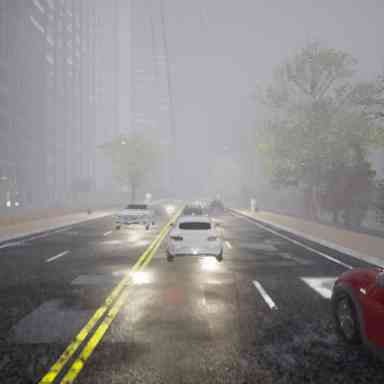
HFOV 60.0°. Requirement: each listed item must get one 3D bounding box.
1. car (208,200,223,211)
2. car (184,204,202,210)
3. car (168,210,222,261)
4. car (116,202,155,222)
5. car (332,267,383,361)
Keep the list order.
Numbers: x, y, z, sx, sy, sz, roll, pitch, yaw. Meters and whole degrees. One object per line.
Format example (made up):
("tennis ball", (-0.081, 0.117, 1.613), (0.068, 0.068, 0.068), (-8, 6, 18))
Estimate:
("car", (3.346, 1.834, 46.835), (1.837, 1.490, 4.892), (0, 0, 0))
("car", (0.096, 1.841, 34.394), (1.895, 1.301, 4.718), (0, 0, 0))
("car", (0.099, 1.614, 12.555), (1.812, 1.442, 4.674), (0, 0, 0))
("car", (-3.253, 1.317, 19.829), (1.812, 1.442, 4.674), (0, 0, 0))
("car", (3.350, 1.378, 3.625), (2.097, 1.767, 4.553), (0, 0, 0))
